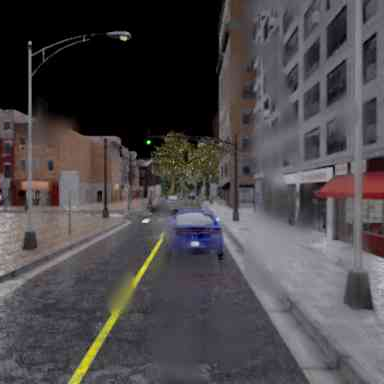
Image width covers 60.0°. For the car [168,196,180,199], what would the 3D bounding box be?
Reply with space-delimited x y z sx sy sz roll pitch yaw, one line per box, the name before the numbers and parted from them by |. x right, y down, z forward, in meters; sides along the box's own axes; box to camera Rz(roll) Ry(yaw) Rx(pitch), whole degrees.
car | -2.858 1.287 50.292 1.812 1.442 4.674 0 0 0

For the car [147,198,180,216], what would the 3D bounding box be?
car | -2.219 1.453 28.191 1.895 1.301 4.718 0 0 -29

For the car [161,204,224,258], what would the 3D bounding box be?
car | 0.085 1.410 12.498 1.882 1.535 5.008 0 0 0

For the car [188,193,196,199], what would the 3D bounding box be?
car | -0.061 1.029 83.299 1.882 1.535 5.008 0 0 0
